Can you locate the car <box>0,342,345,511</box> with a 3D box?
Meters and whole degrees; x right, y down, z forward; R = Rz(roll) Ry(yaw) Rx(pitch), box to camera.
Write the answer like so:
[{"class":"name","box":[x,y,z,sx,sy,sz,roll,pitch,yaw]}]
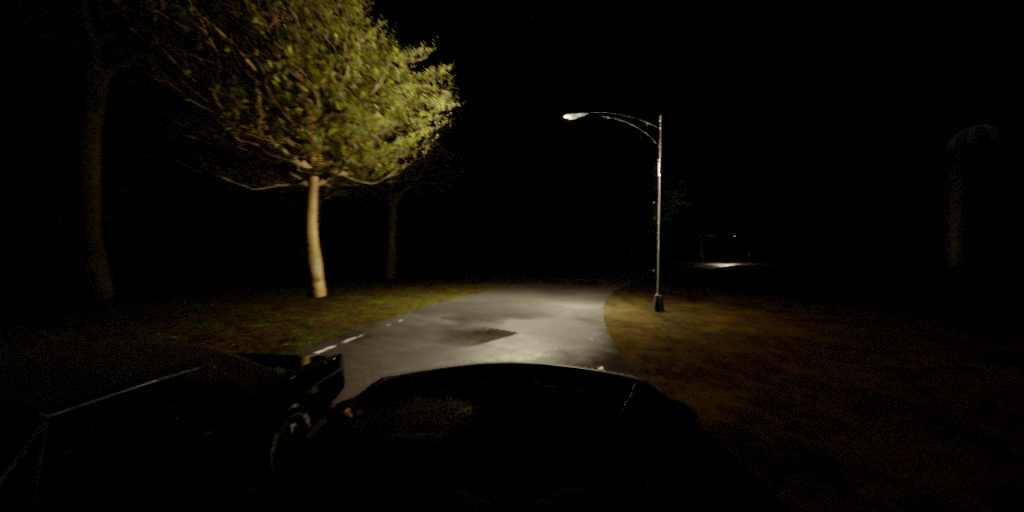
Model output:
[{"class":"car","box":[-2.864,1.298,1.824,1.895,1.301,4.718,1,0,2]}]
